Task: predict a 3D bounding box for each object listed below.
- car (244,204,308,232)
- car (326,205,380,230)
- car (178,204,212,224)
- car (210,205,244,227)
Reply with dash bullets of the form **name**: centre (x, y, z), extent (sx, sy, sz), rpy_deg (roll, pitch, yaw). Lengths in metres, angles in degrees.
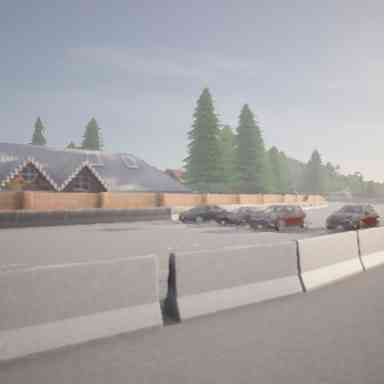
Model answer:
- **car**: centre (5.931, 1.624, 22.562), extent (4.553, 1.767, 2.097), rpy_deg (1, -1, -43)
- **car**: centre (10.863, 1.652, 22.383), extent (4.553, 1.767, 2.097), rpy_deg (1, -1, -44)
- **car**: centre (1.050, 1.800, 27.557), extent (4.892, 1.490, 1.837), rpy_deg (1, -1, -42)
- **car**: centre (4.168, 1.841, 25.618), extent (5.357, 1.411, 2.033), rpy_deg (1, -1, -43)
